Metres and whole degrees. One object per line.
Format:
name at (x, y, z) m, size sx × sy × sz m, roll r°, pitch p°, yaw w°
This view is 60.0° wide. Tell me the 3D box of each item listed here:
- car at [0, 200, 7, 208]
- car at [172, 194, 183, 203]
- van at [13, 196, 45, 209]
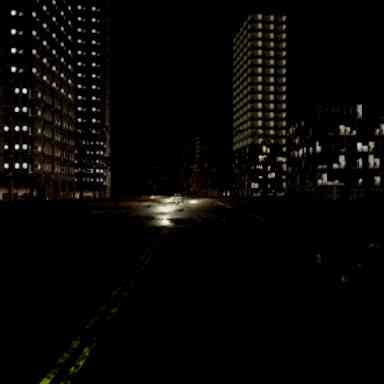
car at (-28.177, 1.583, 46.335) m, size 4.507 × 1.381 × 1.887 m, roll 0°, pitch 0°, yaw 1°
car at (-3.229, 1.497, 75.445) m, size 2.150 × 2.045 × 5.566 m, roll 0°, pitch 0°, yaw 0°
van at (-22.638, 1.404, 46.287) m, size 3.998 × 1.788 × 1.690 m, roll 0°, pitch 0°, yaw 1°
